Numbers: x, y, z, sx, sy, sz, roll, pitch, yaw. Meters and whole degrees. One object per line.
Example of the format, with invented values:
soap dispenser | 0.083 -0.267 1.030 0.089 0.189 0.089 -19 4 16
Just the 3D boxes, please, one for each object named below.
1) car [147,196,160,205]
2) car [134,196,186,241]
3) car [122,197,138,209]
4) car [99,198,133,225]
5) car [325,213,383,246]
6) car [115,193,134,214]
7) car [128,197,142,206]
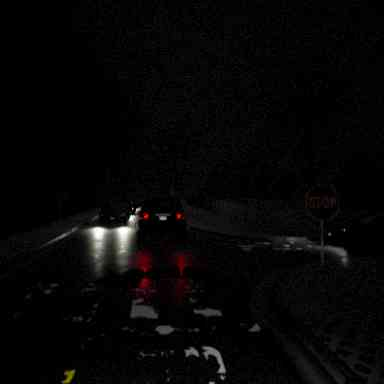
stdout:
car | -6.640 1.418 57.641 1.882 1.535 5.008 0 0 -4
car | -1.584 1.206 16.748 2.150 2.045 5.566 0 0 -7
car | -8.205 1.409 44.346 1.837 1.490 4.892 0 0 -6
car | -5.518 1.419 24.084 1.882 1.535 5.008 0 0 -8
car | 8.732 1.720 15.697 4.674 1.442 1.812 1 -3 -5
car | -6.870 1.134 34.073 2.150 2.045 5.566 0 0 -8
car | -9.451 1.530 55.758 1.895 1.301 4.718 0 0 -4
